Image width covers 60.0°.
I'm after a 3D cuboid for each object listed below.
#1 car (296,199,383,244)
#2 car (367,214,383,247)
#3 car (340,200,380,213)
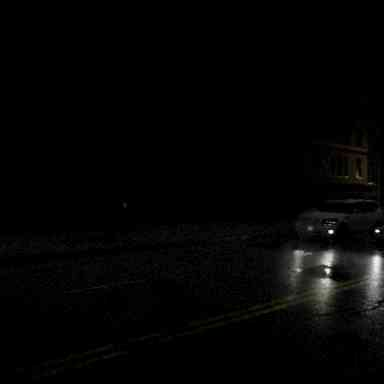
[{"bbox_3d":[7.800,1.393,17.236,5.566,2.045,2.150,1,0,-35],"label":"car"},{"bbox_3d":[10.097,1.777,14.882,4.718,1.301,1.895,1,0,-35],"label":"car"},{"bbox_3d":[23.761,1.962,47.186,2.097,1.767,4.553,1,-1,-36],"label":"car"}]
